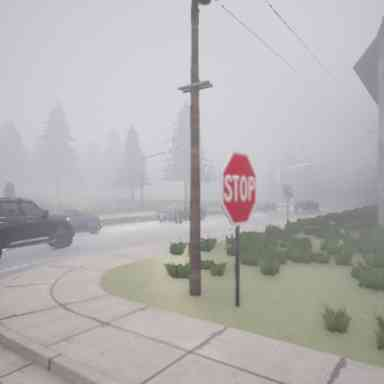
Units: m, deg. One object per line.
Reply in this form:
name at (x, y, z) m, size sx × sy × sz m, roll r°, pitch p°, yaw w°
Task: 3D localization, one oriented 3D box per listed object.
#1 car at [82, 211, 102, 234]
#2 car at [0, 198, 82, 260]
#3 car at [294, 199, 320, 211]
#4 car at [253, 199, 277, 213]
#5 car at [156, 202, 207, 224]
car at (-6.822, 1.595, 17.449) m, size 1.994 × 1.385 × 4.181 m, roll 0°, pitch 0°, yaw 37°
car at (-6.622, 1.245, 11.792) m, size 2.150 × 2.045 × 5.566 m, roll -2°, pitch -1°, yaw 17°
car at (13.274, 1.528, 38.380) m, size 1.837 × 1.490 × 4.892 m, roll 0°, pitch 0°, yaw 37°
car at (8.015, 1.557, 37.458) m, size 1.812 × 1.442 × 4.674 m, roll 0°, pitch 0°, yaw 36°
car at (-0.730, 1.522, 25.675) m, size 2.128 × 1.511 × 4.902 m, roll 0°, pitch 0°, yaw 36°
